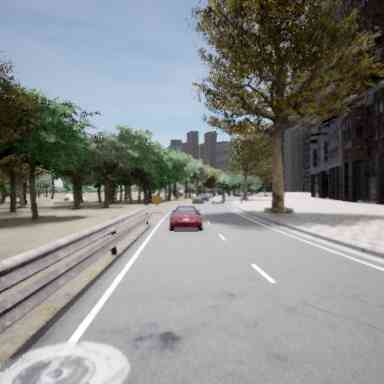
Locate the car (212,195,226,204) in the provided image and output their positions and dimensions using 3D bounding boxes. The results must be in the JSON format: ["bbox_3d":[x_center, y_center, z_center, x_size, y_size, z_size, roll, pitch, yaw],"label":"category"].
[{"bbox_3d":[4.712,1.419,61.177,1.812,1.442,4.674,0,0,7],"label":"car"}]

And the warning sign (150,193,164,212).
[{"bbox_3d":[-3.638,1.094,34.722,1.300,1.860,1.060,0,0,1],"label":"warning sign"}]

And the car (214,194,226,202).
[{"bbox_3d":[6.083,1.287,71.215,2.128,1.511,4.902,0,0,9],"label":"car"}]

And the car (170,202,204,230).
[{"bbox_3d":[-0.375,1.539,21.027,1.994,1.385,4.181,0,0,-1],"label":"car"}]

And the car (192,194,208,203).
[{"bbox_3d":[1.128,1.466,60.675,2.033,1.411,5.357,0,0,7],"label":"car"}]
